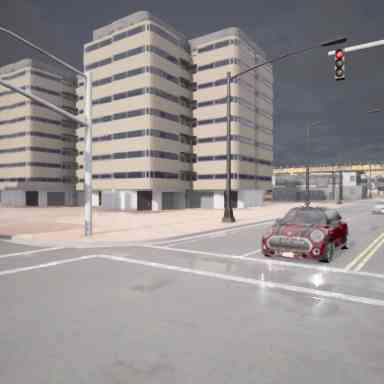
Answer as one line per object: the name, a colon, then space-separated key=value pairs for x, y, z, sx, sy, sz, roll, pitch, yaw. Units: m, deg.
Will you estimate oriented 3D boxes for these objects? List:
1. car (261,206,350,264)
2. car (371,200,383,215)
car: x=4.253 y=1.345 z=12.121 sx=2.097 sy=1.767 sz=4.553 roll=0 pitch=0 yaw=35
car: x=19.501 y=1.530 z=33.670 sx=1.812 sy=1.442 sz=4.674 roll=0 pitch=0 yaw=35
